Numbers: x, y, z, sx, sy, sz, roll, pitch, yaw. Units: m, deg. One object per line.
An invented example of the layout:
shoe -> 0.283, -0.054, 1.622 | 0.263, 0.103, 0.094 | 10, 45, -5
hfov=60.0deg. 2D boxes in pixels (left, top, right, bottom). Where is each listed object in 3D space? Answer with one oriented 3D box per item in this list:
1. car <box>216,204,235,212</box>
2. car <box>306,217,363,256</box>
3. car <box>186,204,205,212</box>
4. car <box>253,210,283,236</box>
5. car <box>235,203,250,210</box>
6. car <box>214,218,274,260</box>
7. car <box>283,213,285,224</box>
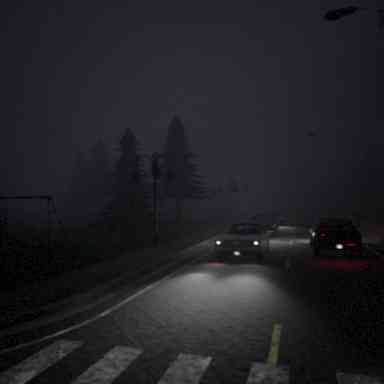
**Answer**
car -> 7.333, 3.910, 75.835 | 3.633, 1.501, 1.845 | -2, -2, 17
car -> 6.363, 1.896, 15.041 | 1.837, 1.490, 4.892 | -2, -2, 17
car -> 1.165, 4.242, 80.914 | 3.806, 1.475, 1.970 | -2, -2, 17
car -> 5.173, 2.198, 23.558 | 1.882, 1.535, 5.008 | -2, -2, 17
car -> 13.084, 4.126, 93.508 | 4.605, 1.855, 1.932 | -2, -2, 17
car -> 2.361, 2.073, 14.702 | 1.895, 1.301, 4.718 | -2, -2, 18
car -> 8.146, 2.507, 32.866 | 1.812, 1.442, 4.674 | -2, -2, 18
